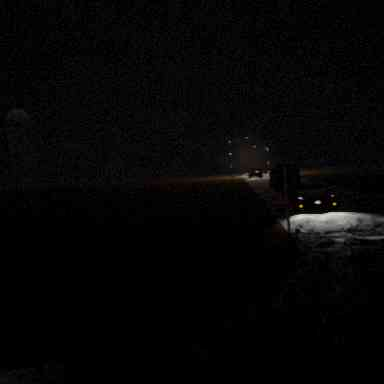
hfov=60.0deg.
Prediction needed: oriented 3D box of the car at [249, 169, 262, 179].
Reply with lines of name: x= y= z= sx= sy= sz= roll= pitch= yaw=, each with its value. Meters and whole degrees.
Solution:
car: x=10.472 y=-3.092 z=55.286 sx=1.994 sy=1.385 sz=4.181 roll=-4 pitch=4 yaw=7

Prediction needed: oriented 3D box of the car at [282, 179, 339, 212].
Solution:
car: x=5.698 y=0.099 z=16.461 sx=1.994 sy=1.385 sz=4.181 roll=-4 pitch=4 yaw=7
